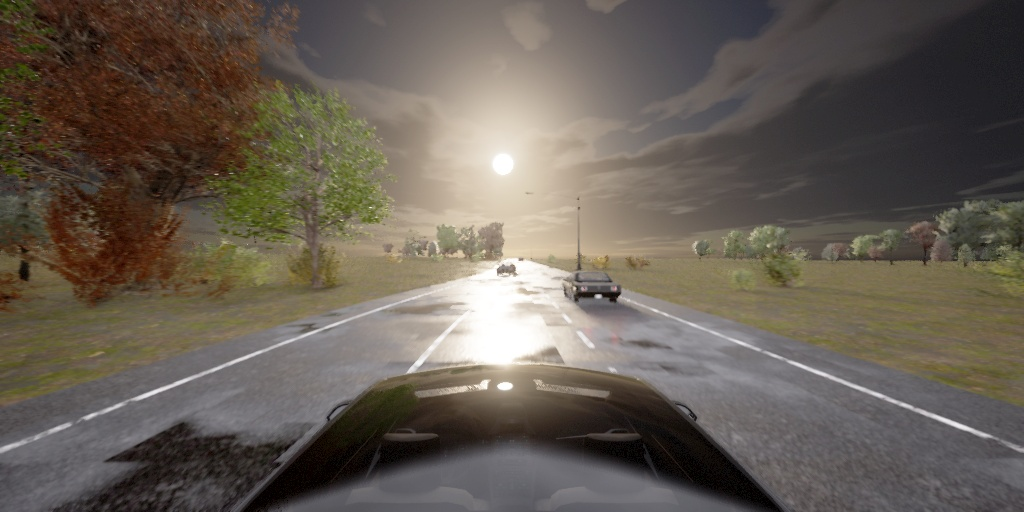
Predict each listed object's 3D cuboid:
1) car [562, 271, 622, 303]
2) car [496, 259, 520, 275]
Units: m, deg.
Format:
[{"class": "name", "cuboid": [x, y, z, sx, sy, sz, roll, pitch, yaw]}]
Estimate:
[{"class": "car", "cuboid": [3.507, 1.357, 16.741, 1.895, 1.301, 4.718, 0, 0, 0]}, {"class": "car", "cuboid": [-0.522, 1.329, 38.324, 1.994, 1.385, 4.181, 0, 0, 5]}]
